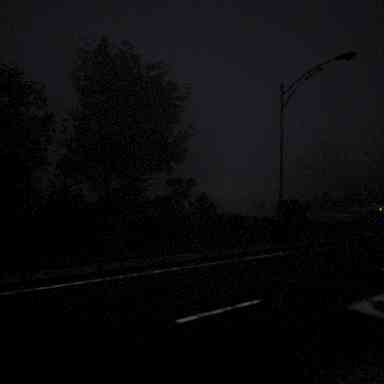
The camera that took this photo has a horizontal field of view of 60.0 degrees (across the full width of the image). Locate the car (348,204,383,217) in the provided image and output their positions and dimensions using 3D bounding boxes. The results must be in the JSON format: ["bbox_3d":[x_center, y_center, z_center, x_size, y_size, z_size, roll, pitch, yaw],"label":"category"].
[{"bbox_3d":[21.393,2.184,40.407,1.812,1.442,4.674,1,-2,-32],"label":"car"}]
